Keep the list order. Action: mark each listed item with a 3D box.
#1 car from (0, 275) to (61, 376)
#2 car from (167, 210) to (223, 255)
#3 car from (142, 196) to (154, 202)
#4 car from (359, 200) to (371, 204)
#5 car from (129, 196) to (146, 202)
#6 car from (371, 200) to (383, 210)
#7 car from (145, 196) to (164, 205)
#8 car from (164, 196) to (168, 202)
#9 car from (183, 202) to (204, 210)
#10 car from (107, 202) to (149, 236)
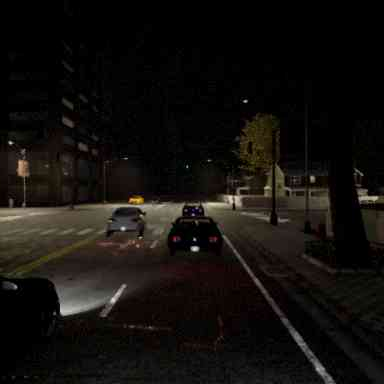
[{"bbox_3d":[-3.150,1.564,3.803,1.994,1.385,4.181,0,0,0],"label":"car"},{"bbox_3d":[0.100,1.600,13.263,1.895,1.301,4.718,0,0,0],"label":"car"},{"bbox_3d":[-9.738,1.529,74.008,2.033,1.411,5.357,0,0,0],"label":"car"},{"bbox_3d":[19.856,1.630,38.228,5.357,1.411,2.033,0,0,-7],"label":"car"},{"bbox_3d":[-9.782,1.474,58.672,1.882,1.535,5.008,0,0,1],"label":"car"},{"bbox_3d":[22.357,1.626,35.254,5.357,1.411,2.033,0,0,-7],"label":"car"},{"bbox_3d":[-6.533,1.501,58.712,1.837,1.490,4.892,0,0,1],"label":"car"},{"bbox_3d":[-6.488,1.542,73.711,1.994,1.385,4.181,0,0,0],"label":"car"},{"bbox_3d":[0.109,1.609,30.461,1.895,1.301,4.718,0,0,0],"label":"car"},{"bbox_3d":[-3.503,1.524,18.250,1.812,1.442,4.674,0,0,-5],"label":"car"}]
